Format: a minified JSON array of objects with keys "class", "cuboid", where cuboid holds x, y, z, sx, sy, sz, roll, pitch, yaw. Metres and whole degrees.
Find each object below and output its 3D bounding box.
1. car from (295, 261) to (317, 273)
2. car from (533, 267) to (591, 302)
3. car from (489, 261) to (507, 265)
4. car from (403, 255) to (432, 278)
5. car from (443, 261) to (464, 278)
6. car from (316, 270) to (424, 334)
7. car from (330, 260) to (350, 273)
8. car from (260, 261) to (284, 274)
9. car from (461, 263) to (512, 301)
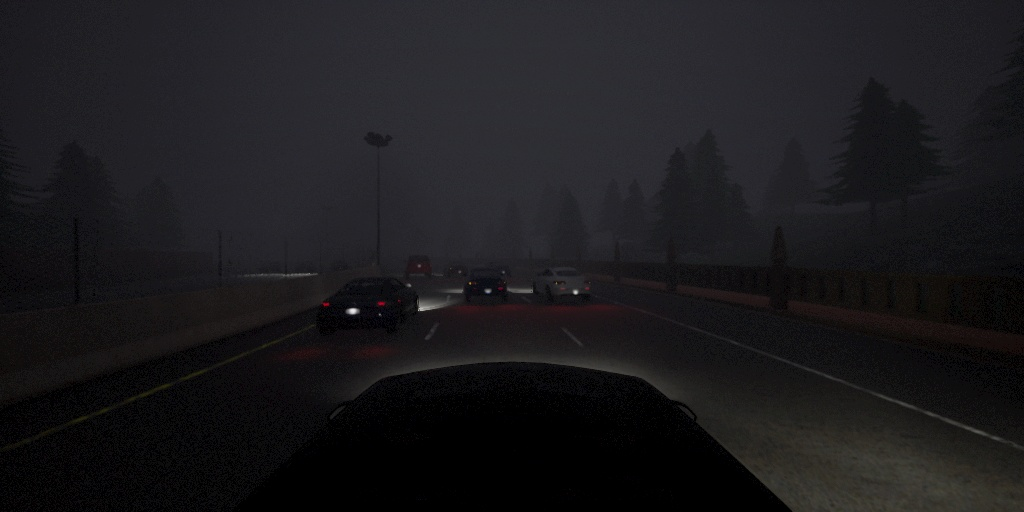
[{"class":"car","cuboid":[-23.779,1.282,41.526,1.994,1.385,4.181,0,0,-27]},{"class":"car","cuboid":[2.231,1.224,16.779,1.812,1.442,4.674,0,0,-9]},{"class":"car","cuboid":[-1.406,1.189,32.827,1.812,1.442,4.674,0,0,-17]},{"class":"car","cuboid":[-8.498,0.912,32.277,2.150,2.045,5.566,0,0,-18]},{"class":"car","cuboid":[-5.246,1.201,33.428,1.812,1.442,4.674,0,0,-18]},{"class":"car","cuboid":[-4.042,1.302,10.665,1.994,1.385,4.181,0,0,-5]},{"class":"car","cuboid":[-20.980,1.208,43.750,1.837,1.490,4.892,0,0,-27]},{"class":"car","cuboid":[-27.535,1.257,41.208,1.812,1.442,4.674,0,0,-27]},{"class":"car","cuboid":[-1.326,1.236,16.920,1.812,1.442,4.674,0,0,-9]}]
